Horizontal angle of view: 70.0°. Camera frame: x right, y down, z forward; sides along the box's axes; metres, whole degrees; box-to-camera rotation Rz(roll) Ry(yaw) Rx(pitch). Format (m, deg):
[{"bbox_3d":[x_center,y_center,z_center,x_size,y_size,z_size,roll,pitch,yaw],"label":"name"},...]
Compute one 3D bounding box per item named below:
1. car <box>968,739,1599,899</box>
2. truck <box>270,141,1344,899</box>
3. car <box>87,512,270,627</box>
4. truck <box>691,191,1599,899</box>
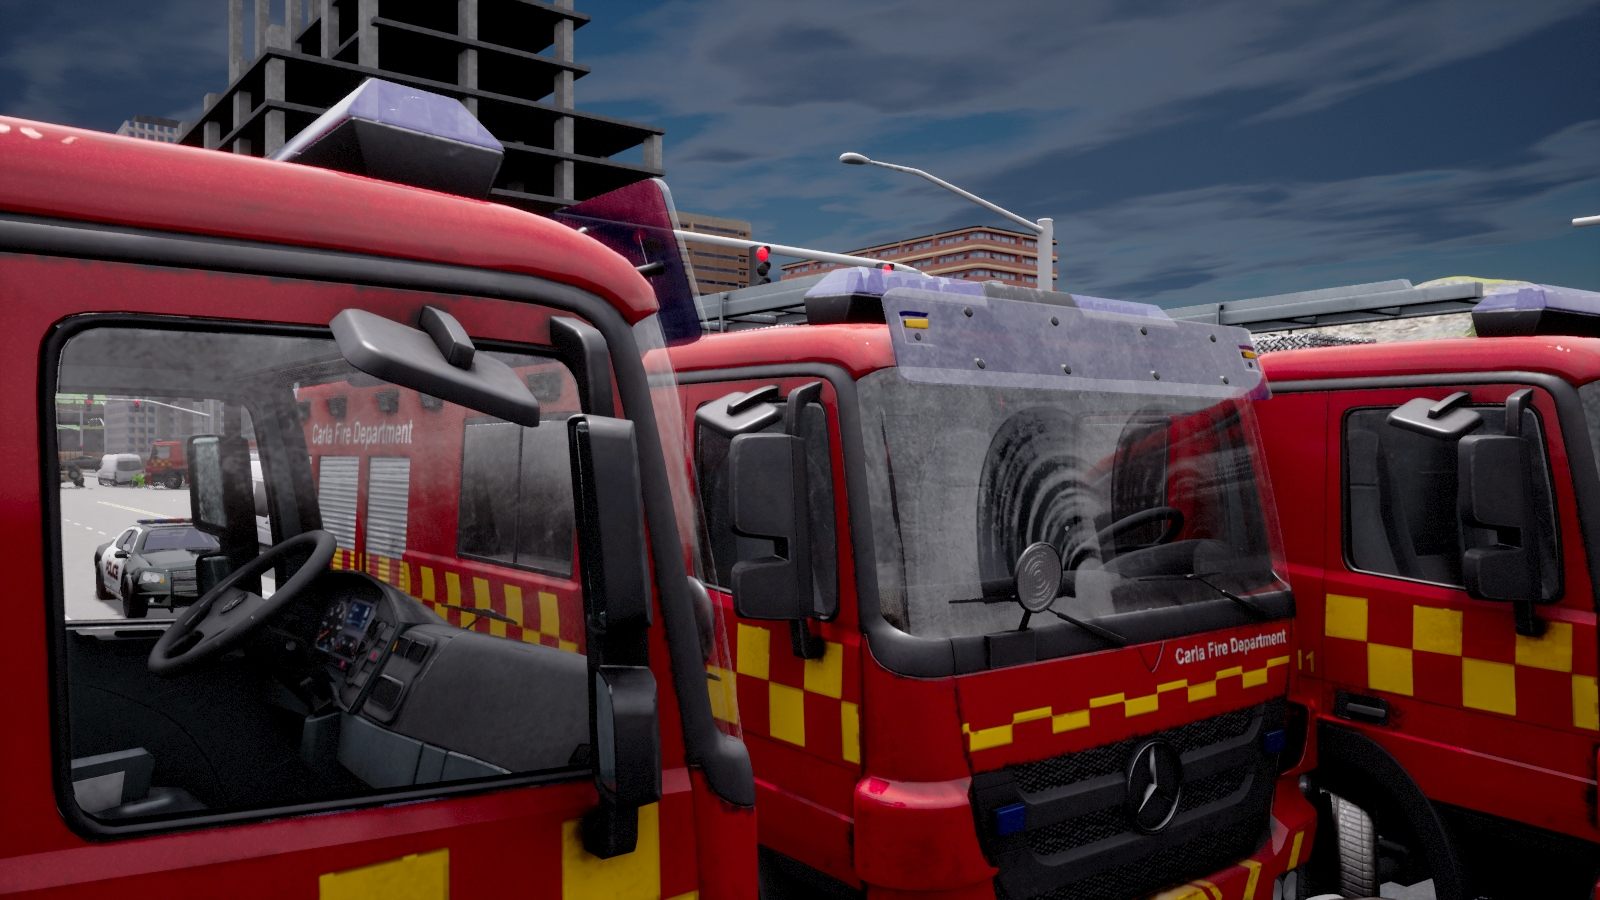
[{"bbox_3d":[2.437,2.065,3.109,1.970,1.475,3.806,0,0,-30],"label":"car"},{"bbox_3d":[-1.099,0.890,8.003,2.891,3.827,8.468,0,0,-38],"label":"truck"},{"bbox_3d":[-11.386,2.037,20.746,2.038,1.542,4.974,0,0,-39],"label":"car"},{"bbox_3d":[2.348,0.890,8.605,2.891,3.827,8.468,0,0,-31],"label":"truck"}]
